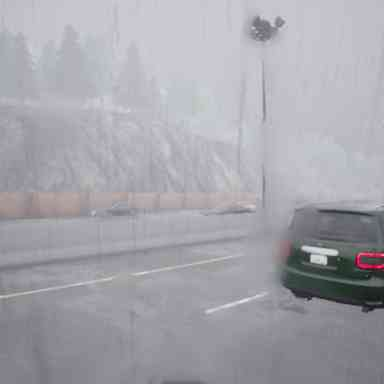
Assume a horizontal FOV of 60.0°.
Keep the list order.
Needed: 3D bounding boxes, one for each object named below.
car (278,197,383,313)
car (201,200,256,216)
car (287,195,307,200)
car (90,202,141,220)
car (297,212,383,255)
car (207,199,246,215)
[{"bbox_3d":[4.192,1.249,7.461,5.566,2.045,2.150,0,0,-41],"label":"car"},{"bbox_3d":[2.731,1.615,26.041,1.882,1.535,5.008,0,0,41],"label":"car"},{"bbox_3d":[19.423,1.491,61.394,2.150,2.045,5.566,0,0,41],"label":"car"},{"bbox_3d":[-7.019,1.694,30.925,2.128,1.511,4.902,0,0,43],"label":"car"},{"bbox_3d":[6.619,1.659,14.587,1.895,1.301,4.718,-1,0,44],"label":"car"},{"bbox_3d":[4.051,1.678,38.284,1.882,1.535,5.008,-1,0,41],"label":"car"}]
